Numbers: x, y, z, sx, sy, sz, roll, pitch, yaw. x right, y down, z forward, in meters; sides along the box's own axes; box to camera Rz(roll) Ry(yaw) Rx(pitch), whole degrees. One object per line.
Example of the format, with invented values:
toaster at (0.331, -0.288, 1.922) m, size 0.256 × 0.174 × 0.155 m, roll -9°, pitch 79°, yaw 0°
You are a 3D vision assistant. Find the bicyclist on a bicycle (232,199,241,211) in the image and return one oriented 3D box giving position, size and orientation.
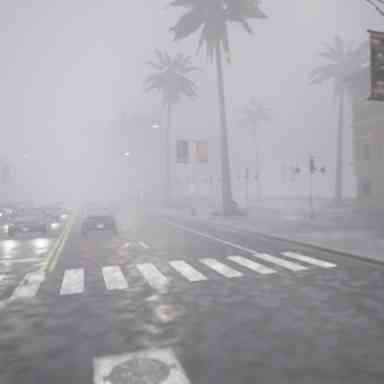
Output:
bicyclist on a bicycle at (3.315, 1.251, 27.483) m, size 1.656 × 1.620 × 0.582 m, roll -1°, pitch 0°, yaw -18°

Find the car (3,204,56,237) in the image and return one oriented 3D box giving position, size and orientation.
car at (-9.310, 1.675, 19.442) m, size 1.812 × 1.442 × 4.674 m, roll -1°, pitch 0°, yaw -18°

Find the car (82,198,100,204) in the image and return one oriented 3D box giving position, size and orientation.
car at (-14.954, 1.768, 48.421) m, size 1.812 × 1.442 × 4.674 m, roll -1°, pitch 0°, yaw -22°

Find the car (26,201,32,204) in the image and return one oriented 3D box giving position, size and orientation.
car at (-18.753, 1.793, 37.417) m, size 2.128 × 1.511 × 4.902 m, roll -1°, pitch 0°, yaw -18°

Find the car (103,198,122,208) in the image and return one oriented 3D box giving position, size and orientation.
car at (-11.724, 1.792, 49.784) m, size 1.895 × 1.301 × 4.718 m, roll -1°, pitch 0°, yaw -22°

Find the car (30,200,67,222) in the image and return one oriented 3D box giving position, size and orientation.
car at (-12.214, 1.744, 28.548) m, size 2.033 × 1.411 × 5.357 m, roll -1°, pitch 0°, yaw -17°

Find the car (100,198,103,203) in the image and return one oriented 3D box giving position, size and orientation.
car at (-16.045, 1.808, 58.991) m, size 2.033 × 1.411 × 5.357 m, roll -1°, pitch 0°, yaw -30°

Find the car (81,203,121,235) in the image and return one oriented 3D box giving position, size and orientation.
car at (-5.473, 1.615, 19.547) m, size 1.812 × 1.442 × 4.674 m, roll -1°, pitch 0°, yaw -18°

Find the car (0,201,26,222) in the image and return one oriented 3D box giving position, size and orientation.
car at (-15.650, 1.603, 27.784) m, size 2.097 × 1.767 × 4.553 m, roll -1°, pitch 0°, yaw -18°
